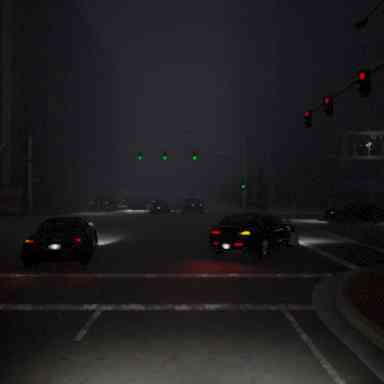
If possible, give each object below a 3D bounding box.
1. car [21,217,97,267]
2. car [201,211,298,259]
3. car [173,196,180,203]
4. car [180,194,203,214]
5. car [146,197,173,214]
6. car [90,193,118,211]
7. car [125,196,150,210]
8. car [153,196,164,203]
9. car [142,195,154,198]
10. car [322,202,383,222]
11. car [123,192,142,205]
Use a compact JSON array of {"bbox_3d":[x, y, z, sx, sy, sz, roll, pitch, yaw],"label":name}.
[{"bbox_3d":[-4.462,1.568,11.629,1.994,1.385,4.181,0,0,-13],"label":"car"},{"bbox_3d":[2.494,1.510,12.792,1.837,1.490,4.892,-3,-2,35],"label":"car"},{"bbox_3d":[-3.514,1.575,72.144,1.994,1.385,4.181,0,0,0],"label":"car"},{"bbox_3d":[0.094,1.364,35.437,2.097,1.767,4.553,0,0,0],"label":"car"},{"bbox_3d":[-3.407,1.576,36.072,1.994,1.385,4.181,0,0,0],"label":"car"},{"bbox_3d":[-10.589,1.227,40.429,2.150,2.045,5.566,0,1,0],"label":"car"},{"bbox_3d":[-7.084,1.578,43.533,1.994,1.385,4.181,0,0,0],"label":"car"},{"bbox_3d":[-7.013,1.607,70.018,1.895,1.301,4.718,0,0,0],"label":"car"},{"bbox_3d":[-7.046,1.524,57.466,1.837,1.490,4.892,0,0,0],"label":"car"},{"bbox_3d":[12.598,1.535,25.864,4.674,1.442,1.812,0,0,0],"label":"car"},{"bbox_3d":[-10.550,1.370,57.487,2.097,1.767,4.553,0,0,0],"label":"car"}]
